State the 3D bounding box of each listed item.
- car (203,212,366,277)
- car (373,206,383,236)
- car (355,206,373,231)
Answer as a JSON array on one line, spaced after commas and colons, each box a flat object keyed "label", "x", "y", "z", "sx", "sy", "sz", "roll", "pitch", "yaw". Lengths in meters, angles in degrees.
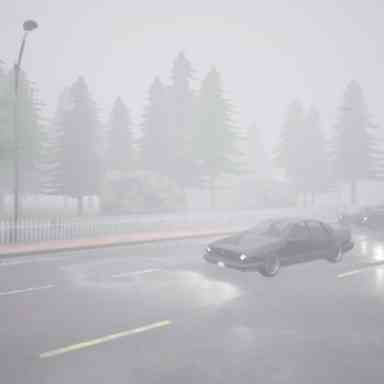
[{"label": "car", "x": 2.943, "y": 1.528, "z": 10.371, "sx": 5.357, "sy": 1.411, "sz": 2.033, "roll": 0, "pitch": 0, "yaw": -35}, {"label": "car", "x": 11.177, "y": 1.433, "z": 16.221, "sx": 5.008, "sy": 1.535, "sz": 1.882, "roll": 0, "pitch": 0, "yaw": -35}, {"label": "car", "x": 10.954, "y": 1.551, "z": 20.284, "sx": 4.718, "sy": 1.301, "sz": 1.895, "roll": 0, "pitch": 0, "yaw": -35}]
